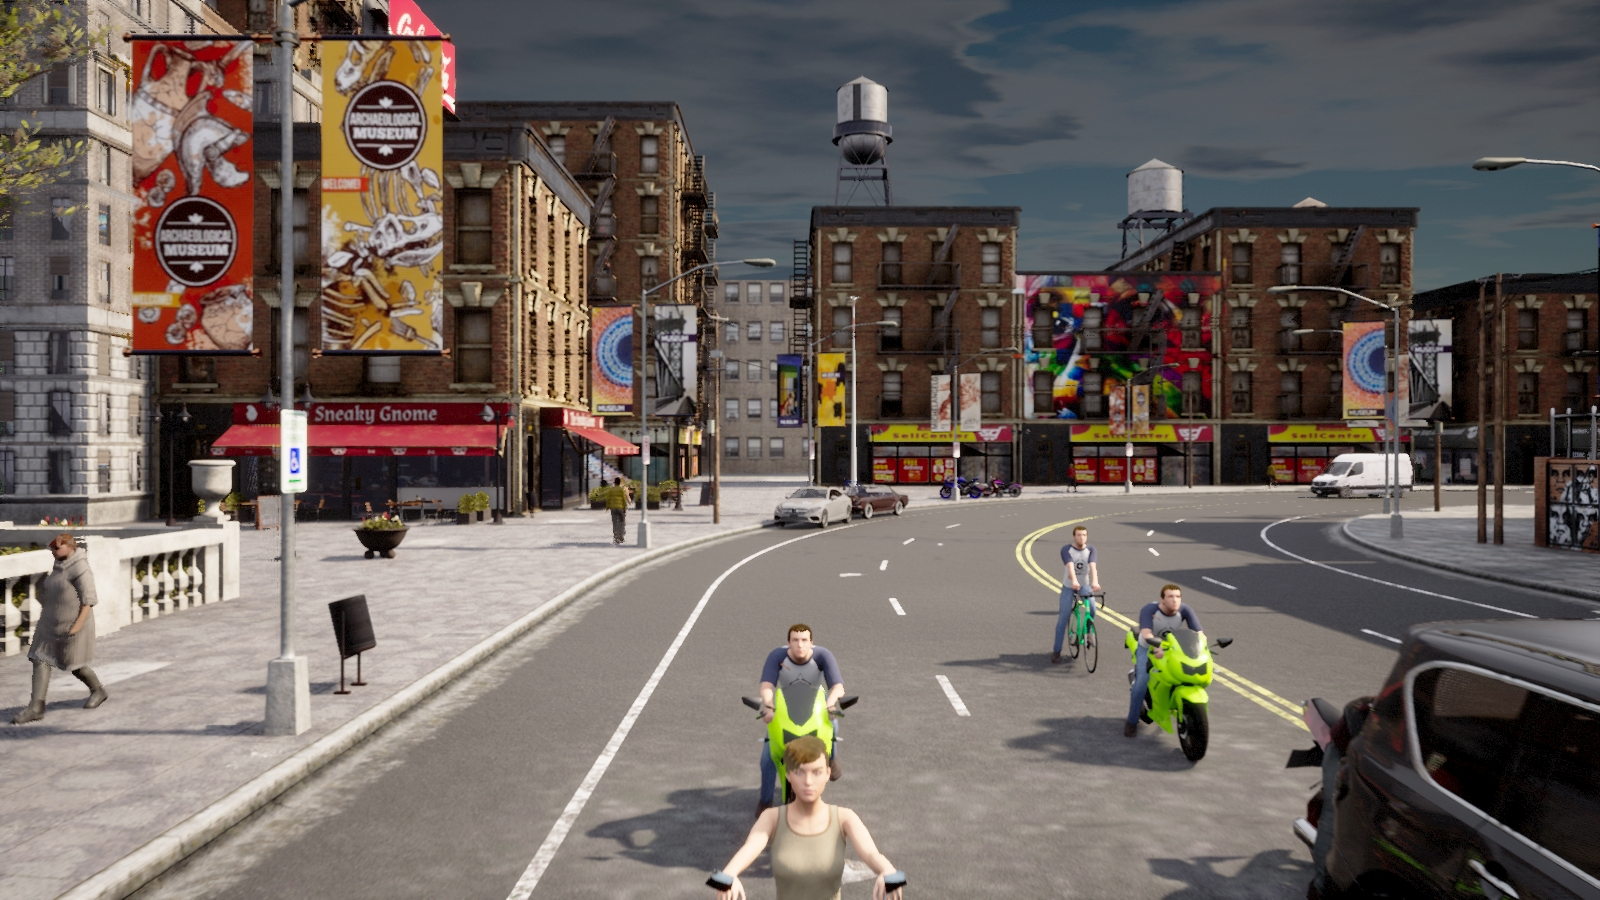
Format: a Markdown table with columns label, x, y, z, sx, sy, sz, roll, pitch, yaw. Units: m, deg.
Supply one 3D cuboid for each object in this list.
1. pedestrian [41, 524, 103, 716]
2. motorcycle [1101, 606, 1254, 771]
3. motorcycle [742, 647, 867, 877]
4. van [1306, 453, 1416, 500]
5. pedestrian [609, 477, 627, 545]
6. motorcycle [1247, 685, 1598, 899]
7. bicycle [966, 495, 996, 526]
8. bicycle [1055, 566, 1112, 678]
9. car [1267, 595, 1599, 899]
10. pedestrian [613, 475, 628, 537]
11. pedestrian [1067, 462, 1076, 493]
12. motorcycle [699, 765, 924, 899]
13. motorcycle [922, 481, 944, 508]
| label | x | y | z | sx | sy | sz | roll | pitch | yaw |
| --- | --- | --- | --- | --- | --- | --- | --- | --- | --- |
| pedestrian | -7.313 | 1.686 | 11.477 | 0.375 | 1.860 | 0.375 | 0 | 0 | 19 |
| motorcycle | 3.540 | 2.204 | 10.916 | 0.803 | 1.145 | 2.033 | 0 | 0 | 0 |
| motorcycle | 0.033 | 2.204 | 8.454 | 0.803 | 1.145 | 2.033 | 0 | 0 | 0 |
| van | 32.104 | 1.485 | 65.430 | 5.915 | 2.561 | 1.988 | 0 | 0 | -18 |
| pedestrian | -5.026 | 1.672 | 31.605 | 0.375 | 1.860 | 0.375 | 0 | 0 | 11 |
| motorcycle | 3.503 | 2.221 | 6.732 | 0.867 | 1.251 | 2.209 | 1 | -2 | 0 |
| bicycle | 6.661 | 2.224 | 42.041 | 0.859 | 1.080 | 1.487 | 0 | 0 | 0 |
| bicycle | 3.655 | 2.194 | 14.807 | 0.373 | 1.196 | 1.643 | 0 | 0 | 1 |
| car | 3.471 | 1.773 | 3.079 | 2.150 | 2.045 | 5.566 | 0 | 0 | 0 |
| pedestrian | -5.393 | 1.672 | 34.298 | 0.375 | 1.860 | 0.375 | 0 | 0 | 6 |
| pedestrian | 16.282 | 1.647 | 68.623 | 0.375 | 1.860 | 0.375 | 0 | 0 | -34 |
| motorcycle | 0.041 | 2.165 | 4.350 | 0.764 | 1.277 | 2.356 | 0 | 0 | 0 |
| motorcycle | 6.487 | 2.140 | 55.625 | 0.856 | 1.236 | 1.805 | 0 | 0 | 0 |
